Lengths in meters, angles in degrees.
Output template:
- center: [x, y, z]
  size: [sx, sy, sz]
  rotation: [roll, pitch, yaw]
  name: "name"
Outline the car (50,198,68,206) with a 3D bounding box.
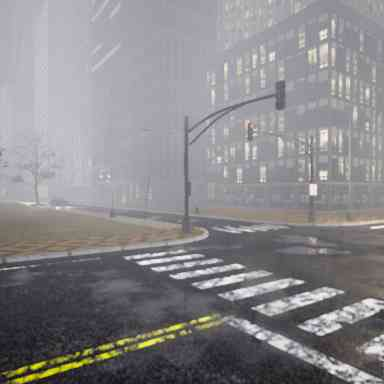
- center: [-21.685, 1.621, 54.246]
  size: [1.895, 1.301, 4.718]
  rotation: [0, 0, -35]
  name: "car"
